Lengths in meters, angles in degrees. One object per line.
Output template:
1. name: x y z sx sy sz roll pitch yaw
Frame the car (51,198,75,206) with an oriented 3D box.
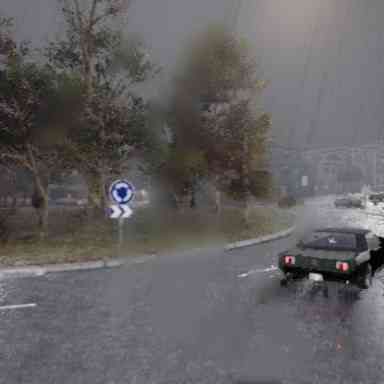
1. car: -30.712 2.542 77.799 4.892 1.521 2.231 1 -2 -29

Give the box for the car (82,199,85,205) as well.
1. car: -32.528 3.020 89.468 5.366 1.575 1.946 1 -2 -28

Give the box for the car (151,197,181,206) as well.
1. car: -4.485 1.611 57.892 4.892 1.490 1.837 0 -2 20

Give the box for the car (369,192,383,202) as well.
1. car: 28.908 0.684 50.486 5.008 1.535 1.882 -4 1 -31

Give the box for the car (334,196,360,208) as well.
1. car: 20.679 1.291 44.214 4.902 1.511 2.128 -3 1 -43

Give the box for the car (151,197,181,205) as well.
1. car: -4.331 1.580 54.474 4.718 1.301 1.895 0 -2 23

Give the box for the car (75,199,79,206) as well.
1. car: -31.170 2.412 80.732 5.566 2.045 2.435 1 -2 -28

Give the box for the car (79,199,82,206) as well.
1. car: -31.541 2.537 83.709 5.566 2.045 2.435 1 -3 -28

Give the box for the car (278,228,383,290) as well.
1. car: 4.305 1.657 9.371 1.895 1.301 4.718 -2 -1 41
